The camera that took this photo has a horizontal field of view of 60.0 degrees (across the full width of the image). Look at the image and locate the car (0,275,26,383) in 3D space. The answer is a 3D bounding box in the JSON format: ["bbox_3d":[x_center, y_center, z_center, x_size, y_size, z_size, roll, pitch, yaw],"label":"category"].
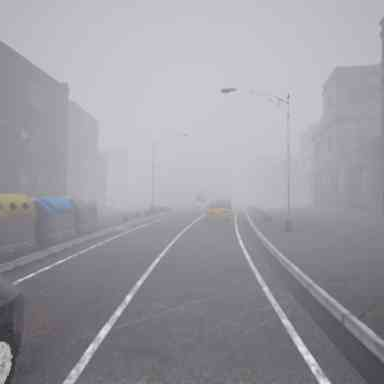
[{"bbox_3d":[-2.984,1.475,2.151,1.837,1.490,4.892,0,0,1],"label":"car"}]

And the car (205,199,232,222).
[{"bbox_3d":[2.048,1.430,26.191,1.801,1.575,5.366,0,0,7],"label":"car"}]
